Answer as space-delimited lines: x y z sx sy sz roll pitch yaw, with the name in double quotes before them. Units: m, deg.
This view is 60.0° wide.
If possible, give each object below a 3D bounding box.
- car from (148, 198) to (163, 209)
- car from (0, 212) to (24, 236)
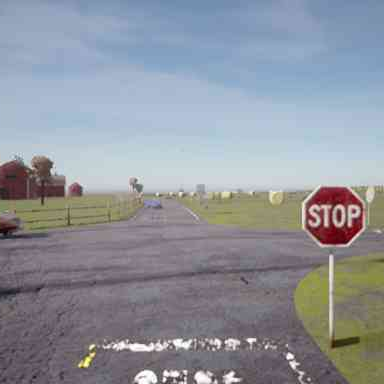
"car" -4.972 1.538 44.994 1.812 1.442 4.674 0 0 -5
"car" -11.238 1.673 17.171 4.674 1.442 1.812 -1 2 -7
